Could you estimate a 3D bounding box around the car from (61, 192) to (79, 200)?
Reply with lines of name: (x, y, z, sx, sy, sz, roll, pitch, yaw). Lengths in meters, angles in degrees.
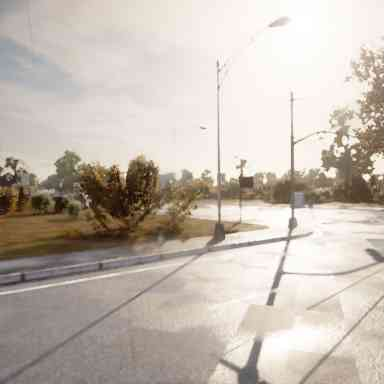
car: (-29.676, 1.223, 81.016, 2.033, 1.411, 5.357, -1, 1, -37)
